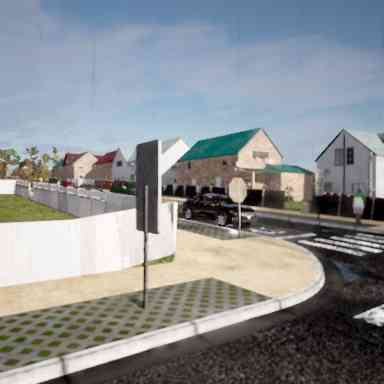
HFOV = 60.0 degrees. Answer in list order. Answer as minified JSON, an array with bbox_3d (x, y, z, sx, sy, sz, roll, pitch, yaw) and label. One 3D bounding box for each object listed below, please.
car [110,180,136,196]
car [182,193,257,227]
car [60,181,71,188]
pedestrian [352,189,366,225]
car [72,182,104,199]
[{"bbox_3d":[-4.713,0.092,26.473,2.150,2.045,5.566,0,3,-35],"label":"car"},{"bbox_3d":[1.348,0.876,17.885,1.837,1.490,4.892,0,2,-35],"label":"car"},{"bbox_3d":[-19.459,-0.989,52.294,1.812,1.442,4.674,0,2,-35],"label":"car"},{"bbox_3d":[8.771,0.764,17.536,0.375,1.860,0.375,4,-2,-35],"label":"pedestrian"},{"bbox_3d":[-10.702,-0.118,34.969,1.837,1.490,4.892,0,3,-35],"label":"car"}]
